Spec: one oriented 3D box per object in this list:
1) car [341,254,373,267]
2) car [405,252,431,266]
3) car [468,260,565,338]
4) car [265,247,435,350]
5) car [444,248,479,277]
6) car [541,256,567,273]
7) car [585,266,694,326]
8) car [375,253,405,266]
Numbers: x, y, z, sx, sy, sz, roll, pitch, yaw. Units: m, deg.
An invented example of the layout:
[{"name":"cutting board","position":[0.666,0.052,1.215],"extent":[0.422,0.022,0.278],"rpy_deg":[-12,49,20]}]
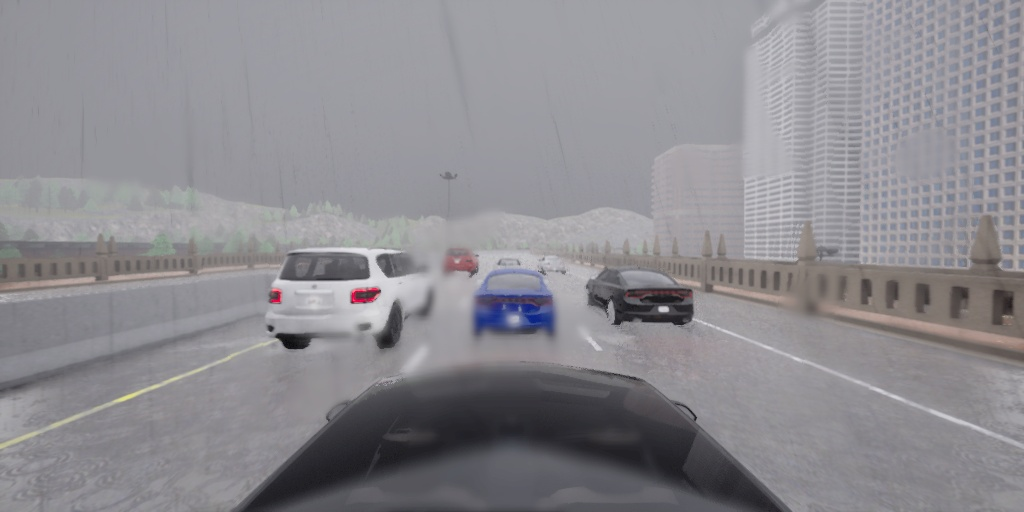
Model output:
[{"name":"car","position":[-18.376,0.499,42.704],"extent":[1.895,1.301,4.718],"rpy_deg":[0,1,-1]},{"name":"car","position":[-11.403,0.353,43.796],"extent":[1.882,1.535,5.008],"rpy_deg":[0,1,-1]},{"name":"car","position":[0.052,1.062,9.645],"extent":[1.882,1.535,5.008],"rpy_deg":[0,1,0]},{"name":"car","position":[-3.429,0.821,8.801],"extent":[2.150,2.045,5.566],"rpy_deg":[0,1,-1]},{"name":"car","position":[-3.754,0.442,27.127],"extent":[2.150,2.045,5.566],"rpy_deg":[0,1,-1]},{"name":"car","position":[3.185,0.704,29.141],"extent":[1.812,1.442,4.674],"rpy_deg":[0,1,-2]},{"name":"car","position":[3.549,1.036,10.872],"extent":[1.882,1.535,5.008],"rpy_deg":[0,1,0]},{"name":"car","position":[-14.916,0.358,44.243],"extent":[2.128,1.511,4.902],"rpy_deg":[0,1,-1]}]
